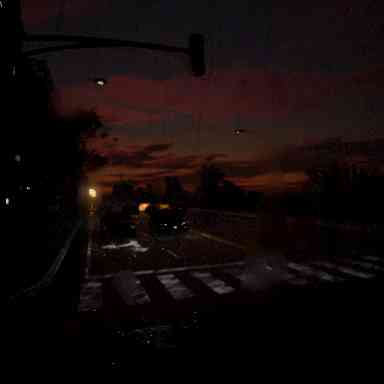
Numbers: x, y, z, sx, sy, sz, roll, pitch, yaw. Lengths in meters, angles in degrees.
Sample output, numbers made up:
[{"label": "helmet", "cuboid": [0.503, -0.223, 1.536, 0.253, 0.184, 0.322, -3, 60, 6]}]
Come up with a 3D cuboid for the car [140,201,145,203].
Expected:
[{"label": "car", "cuboid": [-8.056, 2.287, 55.520, 2.097, 1.767, 4.553, -2, -1, -16]}]

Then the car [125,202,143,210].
[{"label": "car", "cuboid": [-8.195, 2.379, 44.282, 1.994, 1.385, 4.181, -2, -1, -16]}]

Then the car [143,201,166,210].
[{"label": "car", "cuboid": [-5.358, 2.352, 46.536, 1.895, 1.301, 4.718, -2, -1, -16]}]

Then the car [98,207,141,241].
[{"label": "car", "cuboid": [-4.513, 1.913, 20.016, 1.882, 1.535, 5.008, -2, -1, -16]}]

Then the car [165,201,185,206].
[{"label": "car", "cuboid": [-2.103, 2.219, 46.972, 1.994, 1.385, 4.181, -2, -1, -16]}]

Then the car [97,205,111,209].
[{"label": "car", "cuboid": [-11.090, 2.378, 42.574, 2.128, 1.511, 4.902, -2, -1, -16]}]

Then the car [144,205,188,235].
[{"label": "car", "cuboid": [-1.672, 1.873, 21.876, 1.837, 1.490, 4.892, -2, -1, -16]}]
